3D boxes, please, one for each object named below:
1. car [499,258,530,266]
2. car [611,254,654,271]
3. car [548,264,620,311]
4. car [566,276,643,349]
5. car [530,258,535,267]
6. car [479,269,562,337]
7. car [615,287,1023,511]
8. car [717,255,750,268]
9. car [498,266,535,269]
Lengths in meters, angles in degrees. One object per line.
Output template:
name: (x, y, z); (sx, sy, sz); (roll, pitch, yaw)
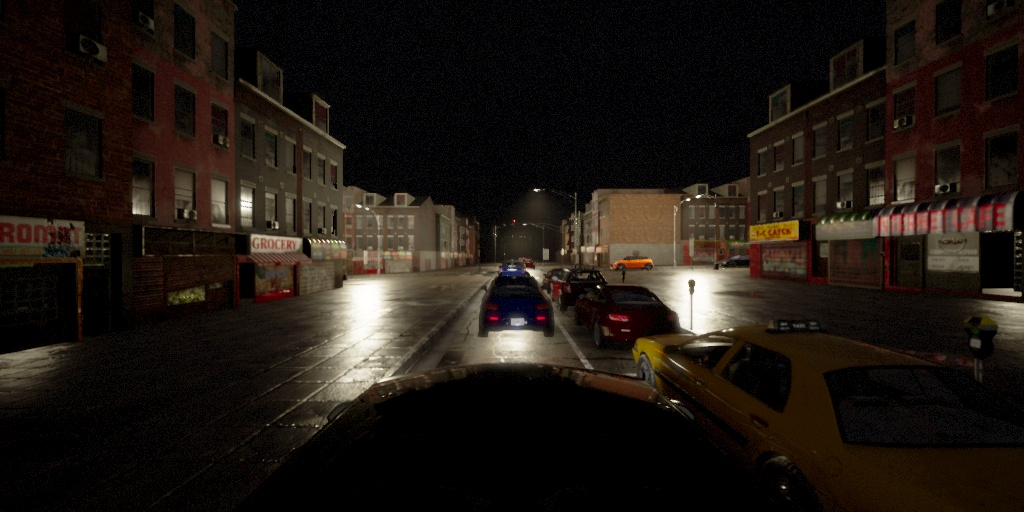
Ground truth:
car: (0.007, 1.121, 27.478); (2.097, 1.767, 4.553); (0, 0, 0)
car: (13.385, 0.729, 40.315); (4.553, 1.767, 2.097); (-1, 0, 0)
car: (2.648, 1.192, 14.347); (1.967, 1.591, 4.097); (0, 0, 0)
car: (2.644, 1.332, 8.881); (1.802, 1.307, 4.207); (0, 0, 0)
car: (2.679, 1.301, 57.154); (1.967, 1.591, 4.097); (0, 0, 0)
car: (0.079, 1.276, 10.138); (1.812, 1.442, 4.674); (0, 0, -1)
car: (2.640, 1.275, 3.584); (1.751, 1.417, 4.829); (0, 0, 0)
car: (26.010, 0.598, 40.333); (5.357, 1.411, 2.033); (-1, 0, 0)
car: (0.117, 1.356, 17.579); (1.895, 1.301, 4.718); (0, 0, 0)
